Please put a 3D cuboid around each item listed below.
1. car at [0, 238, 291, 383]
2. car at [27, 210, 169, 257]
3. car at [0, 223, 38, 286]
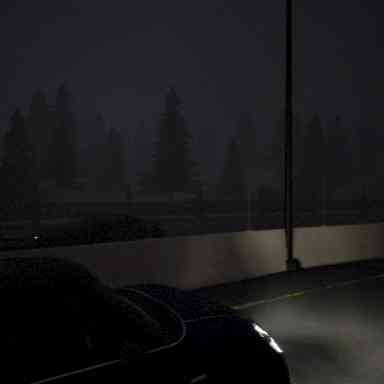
[{"bbox_3d":[-1.292,1.351,2.652,4.553,1.767,2.097,0,0,-35],"label":"car"},{"bbox_3d":[-3.799,1.556,13.856,5.357,1.411,2.033,0,0,-32],"label":"car"},{"bbox_3d":[-6.405,1.592,7.901,4.718,1.301,1.895,0,0,-35],"label":"car"}]
